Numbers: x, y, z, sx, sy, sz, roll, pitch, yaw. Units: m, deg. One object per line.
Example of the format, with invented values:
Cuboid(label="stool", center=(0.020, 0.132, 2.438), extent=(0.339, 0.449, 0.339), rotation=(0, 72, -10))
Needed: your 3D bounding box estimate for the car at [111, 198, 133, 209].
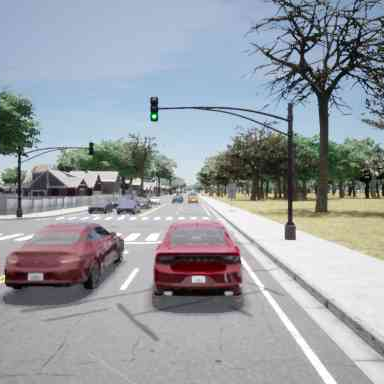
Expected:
Cuboid(label="car", center=(-9.722, 1.537, 46.631), extent=(2.033, 1.411, 5.357), rotation=(0, 0, 0))

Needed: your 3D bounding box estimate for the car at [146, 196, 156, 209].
Cuboid(label="car", center=(-6.483, 1.482, 44.275), extent=(2.128, 1.511, 4.902), rotation=(0, 0, 0))

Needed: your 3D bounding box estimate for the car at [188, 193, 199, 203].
Cuboid(label="car", center=(0.276, 1.451, 65.897), extent=(1.882, 1.535, 5.008), rotation=(0, 0, 0))

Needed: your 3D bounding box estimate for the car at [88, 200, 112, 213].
Cuboid(label="car", center=(-9.786, 1.541, 36.146), extent=(2.033, 1.411, 5.357), rotation=(0, 0, -3))

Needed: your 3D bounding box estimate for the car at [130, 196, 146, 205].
Cuboid(label="car", center=(-9.655, 1.526, 60.134), extent=(2.033, 1.411, 5.357), rotation=(0, 0, 0))

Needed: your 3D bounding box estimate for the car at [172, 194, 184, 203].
Cuboid(label="car", center=(-2.969, 1.499, 66.306), extent=(1.812, 1.442, 4.674), rotation=(0, 0, 0))

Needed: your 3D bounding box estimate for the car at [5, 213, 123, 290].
Cuboid(label="car", center=(-3.126, 1.525, 8.943), extent=(1.812, 1.442, 4.674), rotation=(0, 0, 0))

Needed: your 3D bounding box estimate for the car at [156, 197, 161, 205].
Cuboid(label="car", center=(-6.429, 1.507, 57.397), extent=(1.812, 1.442, 4.674), rotation=(0, 0, 0))

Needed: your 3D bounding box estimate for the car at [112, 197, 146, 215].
Cuboid(label="car", center=(-6.504, 1.542, 34.814), extent=(2.033, 1.411, 5.357), rotation=(0, 0, 0))

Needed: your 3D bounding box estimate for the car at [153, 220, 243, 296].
Cuboid(label="car", center=(0.121, 1.477, 8.693), extent=(1.882, 1.535, 5.008), rotation=(0, 0, 0))

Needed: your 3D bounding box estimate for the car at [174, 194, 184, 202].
Cuboid(label="car", center=(-3.044, 1.320, 76.271), extent=(2.097, 1.767, 4.553), rotation=(0, 0, 0))

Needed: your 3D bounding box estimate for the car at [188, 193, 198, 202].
Cuboid(label="car", center=(0.206, 1.190, 76.298), extent=(2.150, 2.045, 5.566), rotation=(0, 0, 0))
